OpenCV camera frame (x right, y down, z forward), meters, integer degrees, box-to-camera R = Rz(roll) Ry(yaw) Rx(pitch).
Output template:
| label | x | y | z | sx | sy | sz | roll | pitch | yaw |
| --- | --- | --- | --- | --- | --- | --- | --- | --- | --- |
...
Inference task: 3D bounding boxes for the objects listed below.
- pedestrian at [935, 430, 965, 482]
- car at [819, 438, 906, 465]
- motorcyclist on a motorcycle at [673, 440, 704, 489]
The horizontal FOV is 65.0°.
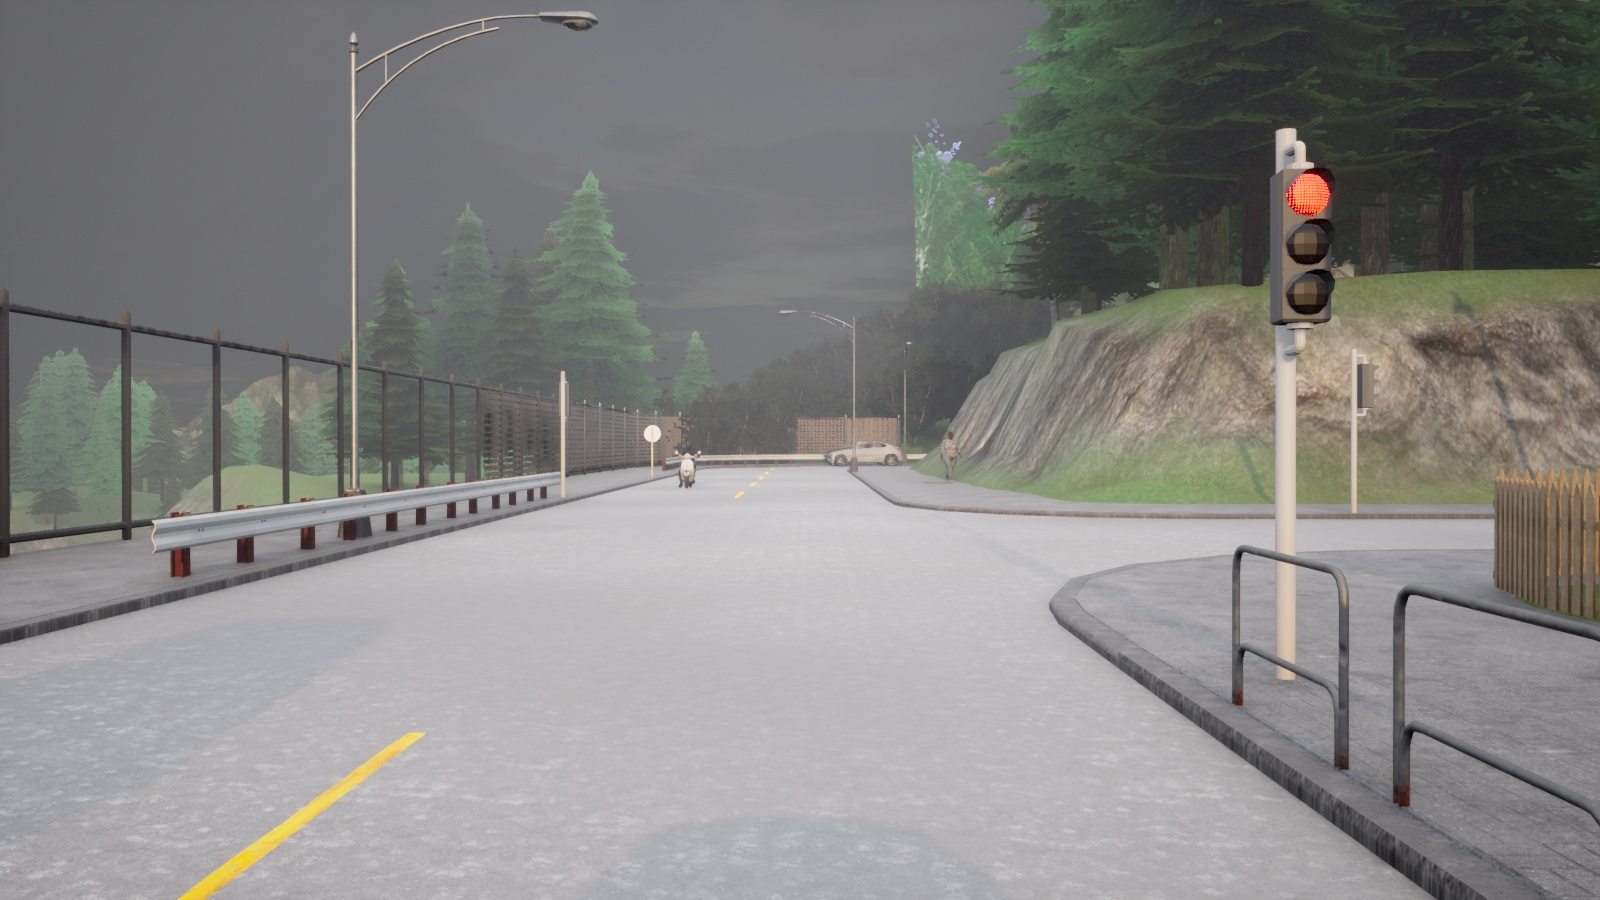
| label | x | y | z | sx | sy | sz | roll | pitch | yaw |
| --- | --- | --- | --- | --- | --- | --- | --- | --- | --- |
| pedestrian | 5.418 | 0.204 | 45.397 | 0.874 | 1.855 | 0.900 | 0 | 0 | -8 |
| car | 3.925 | 0.083 | 79.181 | 5.027 | 1.651 | 2.152 | 0 | 0 | -13 |
| motorcyclist on a motorcycle | -3.707 | 0.461 | 41.817 | 0.866 | 1.590 | 1.817 | 0 | 0 | 0 |
